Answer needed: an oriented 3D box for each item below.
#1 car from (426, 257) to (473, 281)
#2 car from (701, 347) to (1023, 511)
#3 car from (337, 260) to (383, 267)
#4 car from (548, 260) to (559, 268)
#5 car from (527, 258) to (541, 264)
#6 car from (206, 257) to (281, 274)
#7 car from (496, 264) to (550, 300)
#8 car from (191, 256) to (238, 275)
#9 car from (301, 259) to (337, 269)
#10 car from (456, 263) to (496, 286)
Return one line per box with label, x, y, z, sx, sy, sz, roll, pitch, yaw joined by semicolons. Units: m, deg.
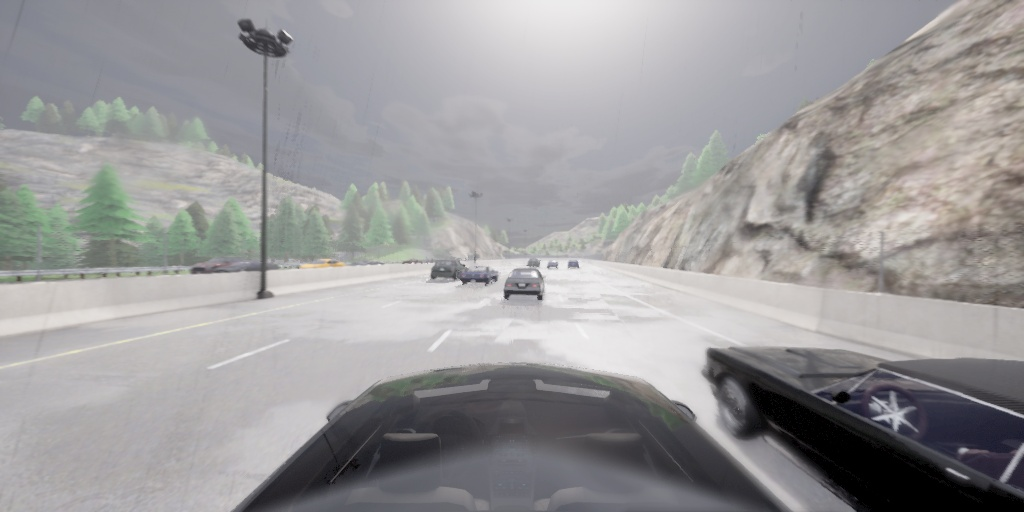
car;-5.028;1.057;29.599;2.097;1.767;4.553;1;0;8
car;3.349;1.385;2.478;1.895;1.301;4.718;1;0;0
car;-14.787;1.103;35.973;2.128;1.511;4.902;1;0;9
car;7.253;1.383;63.336;2.033;1.411;5.357;1;0;9
car;4.031;1.156;65.335;2.097;1.767;4.553;1;0;9
car;-22.603;1.077;30.873;2.033;1.411;5.357;1;0;8
car;0.706;1.308;18.034;2.033;1.411;5.357;1;0;6
car;-25.926;0.849;32.191;2.097;1.767;4.553;1;0;8
car;-18.441;1.050;35.189;1.882;1.535;5.008;1;0;9
car;-2.168;1.334;25.348;1.895;1.301;4.718;1;0;9
